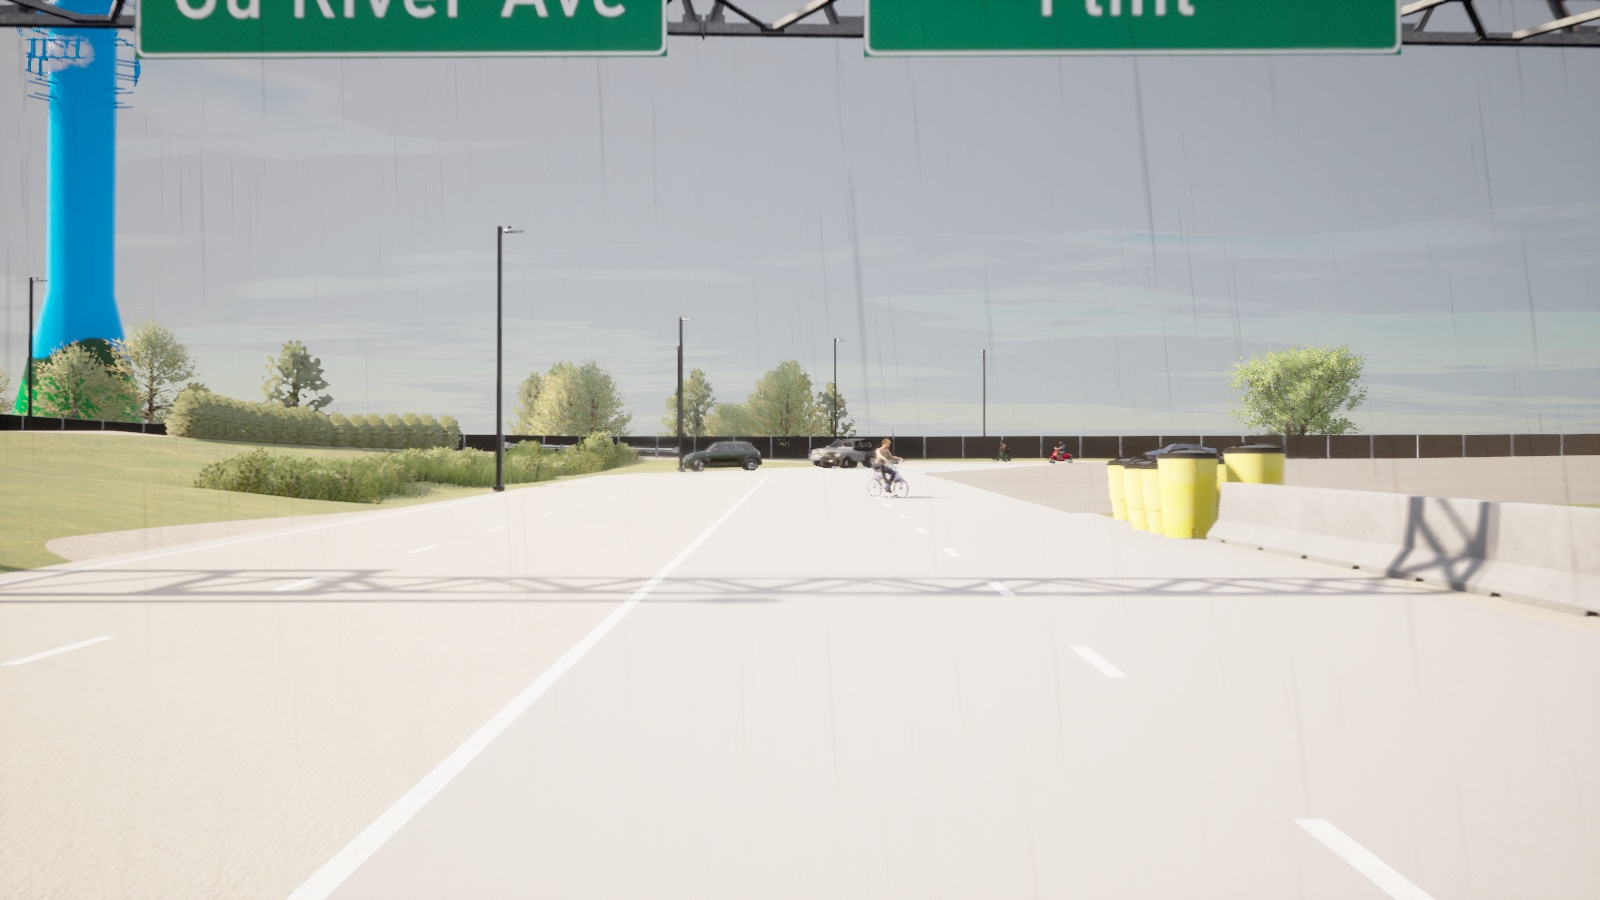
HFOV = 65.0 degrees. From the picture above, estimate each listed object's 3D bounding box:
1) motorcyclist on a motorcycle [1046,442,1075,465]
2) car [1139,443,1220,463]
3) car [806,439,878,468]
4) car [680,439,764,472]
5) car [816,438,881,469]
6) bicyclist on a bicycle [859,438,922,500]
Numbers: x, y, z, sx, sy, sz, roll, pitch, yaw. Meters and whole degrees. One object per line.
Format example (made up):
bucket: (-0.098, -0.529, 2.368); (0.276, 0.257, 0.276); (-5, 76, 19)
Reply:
motorcyclist on a motorcycle: (18.283, 0.229, 88.128); (1.817, 1.590, 0.866); (-2, 1, -15)
car: (28.083, 0.251, 93.018); (5.357, 1.411, 2.033); (-1, -1, 3)
car: (2.799, 0.189, 83.392); (4.605, 1.855, 1.932); (-1, 1, -38)
car: (-4.515, 0.332, 72.186); (4.553, 1.767, 2.097); (-1, 0, -11)
car: (3.063, 0.220, 78.906); (3.866, 1.878, 1.905); (-1, 1, -45)
bicyclist on a bicycle: (2.430, 0.502, 33.821); (0.866, 1.612, 1.509); (1, 0, -44)
